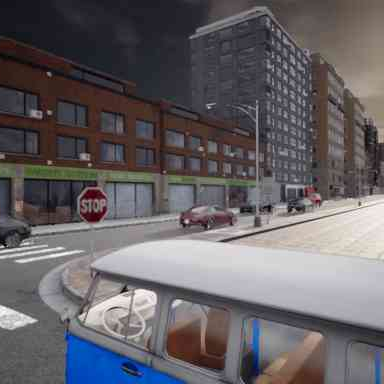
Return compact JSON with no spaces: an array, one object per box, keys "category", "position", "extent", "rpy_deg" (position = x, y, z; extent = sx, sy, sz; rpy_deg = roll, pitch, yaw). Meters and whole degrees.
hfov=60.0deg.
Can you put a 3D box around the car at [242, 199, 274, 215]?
[{"category":"car","position":[6.497,1.449,33.256],"extent":[1.882,1.535,5.008],"rpy_deg":[0,0,36]}]

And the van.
[{"category":"van","position":[0.778,1.341,2.261],"extent":[3.998,1.788,1.690],"rpy_deg":[0,0,36]}]

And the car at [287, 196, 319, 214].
[{"category":"car","position":[11.675,1.454,35.422],"extent":[1.837,1.490,4.892],"rpy_deg":[0,0,36]}]

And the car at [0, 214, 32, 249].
[{"category":"car","position":[-8.443,1.513,12.419],"extent":[1.812,1.442,4.674],"rpy_deg":[0,0,36]}]

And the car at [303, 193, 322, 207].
[{"category":"car","position":[16.985,1.207,47.728],"extent":[2.150,2.045,5.566],"rpy_deg":[0,0,36]}]

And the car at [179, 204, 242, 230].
[{"category":"car","position":[1.052,1.490,20.622],"extent":[1.812,1.442,4.674],"rpy_deg":[0,0,36]}]
